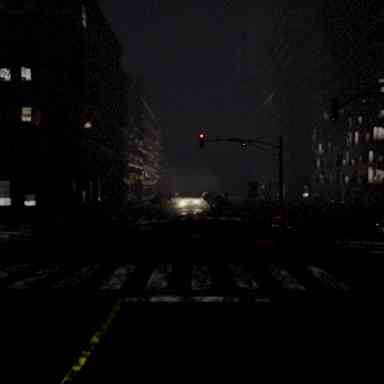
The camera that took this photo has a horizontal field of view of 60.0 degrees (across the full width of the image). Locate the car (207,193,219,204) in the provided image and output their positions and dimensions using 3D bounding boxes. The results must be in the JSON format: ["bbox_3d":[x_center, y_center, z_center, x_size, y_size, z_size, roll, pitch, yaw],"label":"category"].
[{"bbox_3d":[3.074,1.174,38.791,1.967,1.590,4.097,-1,0,1],"label":"car"}]

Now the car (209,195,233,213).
[{"bbox_3d":[3.013,1.320,33.146,1.887,1.381,4.507,-1,0,1],"label":"car"}]

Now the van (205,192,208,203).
[{"bbox_3d":[3.199,0.991,50.081,1.690,1.788,3.998,-1,0,1],"label":"van"}]

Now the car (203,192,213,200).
[{"bbox_3d":[3.458,0.912,72.663,1.967,1.590,4.097,-1,0,1],"label":"car"}]

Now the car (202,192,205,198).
[{"bbox_3d":[3.389,0.958,67.017,1.967,1.590,4.097,-1,0,1],"label":"car"}]

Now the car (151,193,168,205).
[{"bbox_3d":[-5.145,1.213,50.142,1.947,1.339,4.313,-1,0,1],"label":"car"}]

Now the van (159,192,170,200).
[{"bbox_3d":[-5.086,0.946,55.786,1.690,1.788,3.998,-1,0,1],"label":"van"}]

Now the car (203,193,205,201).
[{"bbox_3d":[3.264,1.151,55.728,1.887,1.381,4.507,-1,0,1],"label":"car"}]

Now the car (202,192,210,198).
[{"bbox_3d":[3.677,0.769,89.598,1.967,1.590,4.097,-1,0,1],"label":"car"}]

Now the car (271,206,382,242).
[{"bbox_3d":[6.245,1.422,15.672,4.902,1.511,2.128,1,1,2],"label":"car"}]

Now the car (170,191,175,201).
[{"bbox_3d":[-4.957,1.060,67.078,1.887,1.381,4.507,-1,0,1],"label":"car"}]

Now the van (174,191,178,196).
[{"bbox_3d":[-4.834,0.764,78.370,1.690,1.788,3.998,-1,0,1],"label":"van"}]
